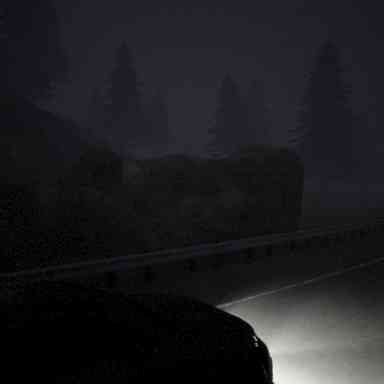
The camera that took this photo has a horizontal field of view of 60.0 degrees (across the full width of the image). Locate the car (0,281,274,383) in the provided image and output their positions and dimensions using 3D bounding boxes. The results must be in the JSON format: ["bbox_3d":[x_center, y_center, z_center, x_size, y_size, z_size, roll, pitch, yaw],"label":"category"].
[{"bbox_3d":[-1.215,1.563,2.962,4.181,1.385,1.994,0,0,-36],"label":"car"}]
